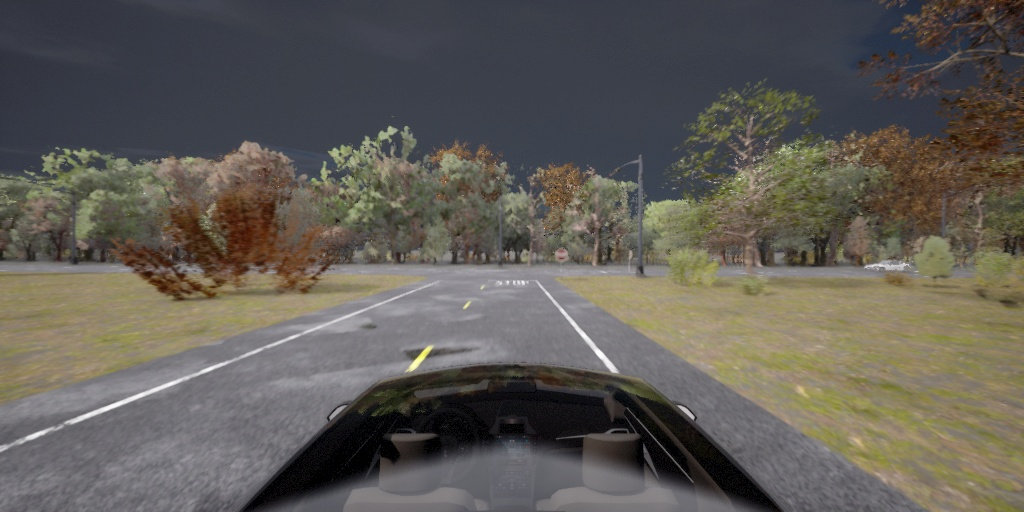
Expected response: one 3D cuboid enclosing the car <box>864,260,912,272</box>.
[{"bbox_3d":[44.890,1.229,42.836,4.674,1.442,1.812,-1,0,1],"label":"car"}]
